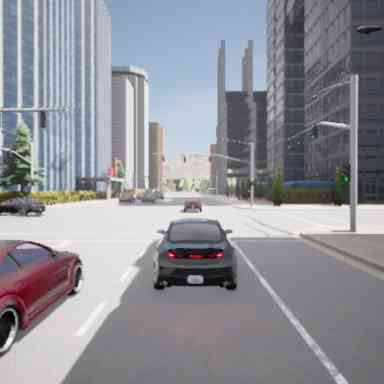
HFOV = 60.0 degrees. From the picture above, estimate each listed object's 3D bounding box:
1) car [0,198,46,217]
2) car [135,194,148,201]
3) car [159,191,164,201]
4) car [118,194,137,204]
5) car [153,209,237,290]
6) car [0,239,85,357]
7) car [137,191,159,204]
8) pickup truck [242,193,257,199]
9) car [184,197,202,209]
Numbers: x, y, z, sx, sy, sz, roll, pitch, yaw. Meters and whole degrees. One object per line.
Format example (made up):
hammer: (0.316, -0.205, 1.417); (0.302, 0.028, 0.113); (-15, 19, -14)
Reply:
car: (-15.120, 1.288, 28.912); (4.902, 1.511, 2.128); (0, 0, 18)
car: (-10.493, 1.065, 69.408); (1.994, 1.385, 4.181); (0, 0, 0)
car: (-6.993, 0.737, 69.544); (2.150, 2.045, 5.566); (0, 0, 0)
car: (-10.559, 1.099, 53.899); (1.882, 1.535, 5.008); (0, 0, 0)
car: (0.079, 1.441, 8.897); (1.837, 1.490, 4.892); (0, 0, 0)
car: (-3.438, 1.521, 5.932); (1.994, 1.385, 4.181); (0, 0, 1)
car: (-7.061, 0.972, 54.124); (2.097, 1.767, 4.553); (0, 0, 0)
pickup truck: (13.129, 0.545, 73.142); (2.390, 2.098, 6.274); (0, 0, 31)
car: (0.090, 1.276, 35.524); (1.812, 1.442, 4.674); (0, 0, 0)
